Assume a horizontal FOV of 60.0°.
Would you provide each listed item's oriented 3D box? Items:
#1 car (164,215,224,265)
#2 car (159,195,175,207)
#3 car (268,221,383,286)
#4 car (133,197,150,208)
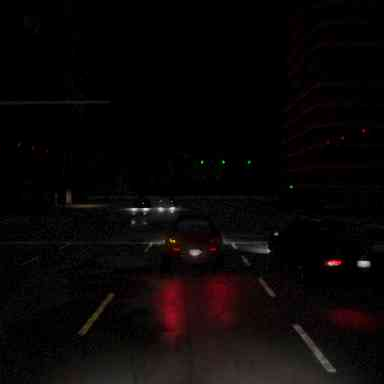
[{"bbox_3d":[0.010,1.514,11.561,1.812,1.442,4.674,0,0,-2],"label":"car"},{"bbox_3d":[-3.573,1.304,48.691,2.097,1.767,4.553,0,0,0],"label":"car"},{"bbox_3d":[3.576,1.538,9.406,2.033,1.411,5.357,0,0,0],"label":"car"},{"bbox_3d":[-7.082,1.457,46.945,1.837,1.490,4.892,0,0,0],"label":"car"}]
